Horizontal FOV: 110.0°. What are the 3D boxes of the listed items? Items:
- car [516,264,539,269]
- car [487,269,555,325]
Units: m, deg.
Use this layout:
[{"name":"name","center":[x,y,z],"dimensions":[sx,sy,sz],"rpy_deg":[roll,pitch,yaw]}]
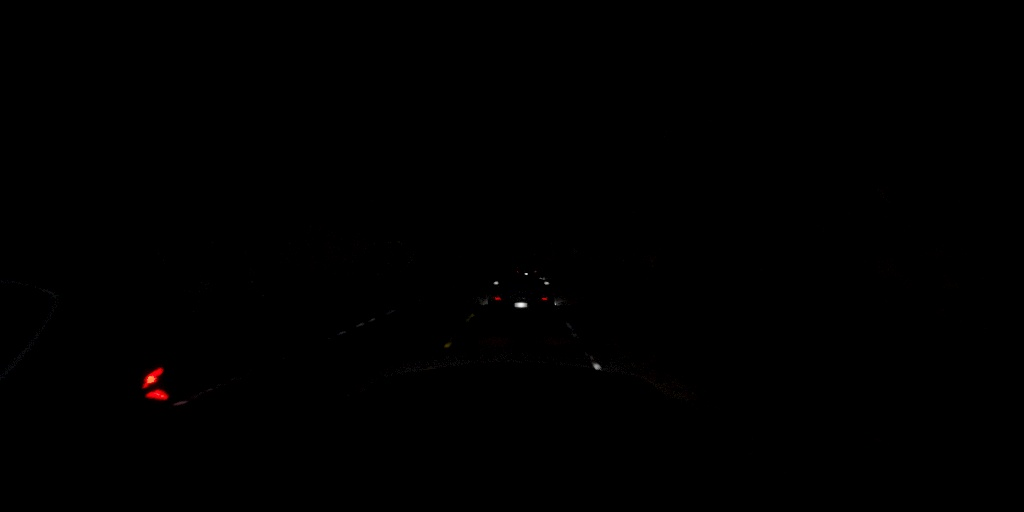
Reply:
[{"name":"car","center":[1.221,1.316,28.840],"dimensions":[1.994,1.385,4.181],"rpy_deg":[0,0,4]},{"name":"car","center":[0.307,1.315,11.850],"dimensions":[1.994,1.385,4.181],"rpy_deg":[0,0,2]}]
